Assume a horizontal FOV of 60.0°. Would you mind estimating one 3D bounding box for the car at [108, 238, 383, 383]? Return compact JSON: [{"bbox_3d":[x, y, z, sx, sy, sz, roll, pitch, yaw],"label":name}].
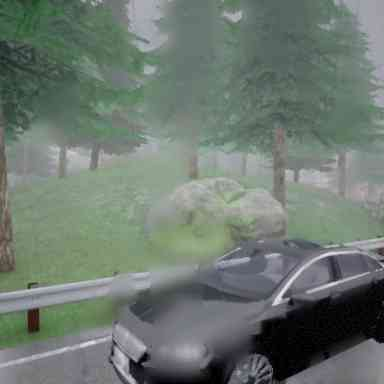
[{"bbox_3d":[1.302,1.489,4.825,4.902,1.511,2.128,0,0,-34],"label":"car"}]
